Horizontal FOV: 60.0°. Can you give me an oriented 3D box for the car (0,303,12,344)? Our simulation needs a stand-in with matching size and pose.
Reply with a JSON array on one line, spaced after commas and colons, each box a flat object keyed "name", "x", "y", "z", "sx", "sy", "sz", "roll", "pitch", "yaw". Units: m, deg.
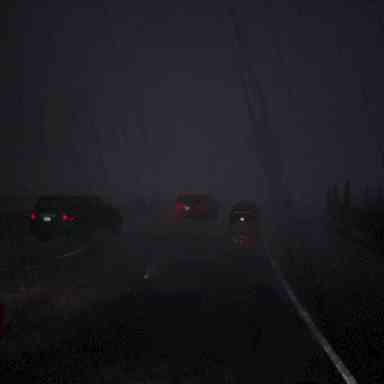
[{"name": "car", "x": -3.274, "y": 1.586, "z": 2.070, "sx": 1.895, "sy": 1.301, "sz": 4.718, "roll": 0, "pitch": 0, "yaw": 2}]

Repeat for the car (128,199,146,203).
[{"name": "car", "x": -6.292, "y": 1.434, "z": 37.140, "sx": 1.994, "sy": 1.385, "sz": 4.181, "roll": 0, "pitch": 0, "yaw": 23}]

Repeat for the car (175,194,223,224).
[{"name": "car", "x": 0.448, "y": 1.148, "z": 24.434, "sx": 2.150, "sy": 2.045, "sz": 5.566, "roll": 0, "pitch": 0, "yaw": 16}]

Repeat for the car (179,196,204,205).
[{"name": "car", "x": -0.053, "y": 1.353, "z": 56.348, "sx": 1.812, "sy": 1.442, "sz": 4.674, "roll": 0, "pitch": 0, "yaw": 34}]

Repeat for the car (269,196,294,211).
[{"name": "car", "x": 10.880, "y": 1.256, "z": 40.203, "sx": 2.097, "sy": 1.767, "sz": 4.553, "roll": 0, "pitch": 0, "yaw": 28}]

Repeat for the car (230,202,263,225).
[{"name": "car", "x": 3.851, "y": 1.445, "z": 23.416, "sx": 1.837, "sy": 1.490, "sz": 4.892, "roll": 0, "pitch": 1, "yaw": 16}]

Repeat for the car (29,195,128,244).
[{"name": "car", "x": -5.240, "y": 1.160, "z": 15.783, "sx": 2.150, "sy": 2.045, "sz": 5.566, "roll": 0, "pitch": 0, "yaw": 10}]

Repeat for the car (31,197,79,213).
[{"name": "car", "x": -14.464, "y": 1.333, "z": 35.429, "sx": 1.882, "sy": 1.535, "sz": 5.008, "roll": 0, "pitch": 0, "yaw": 20}]
